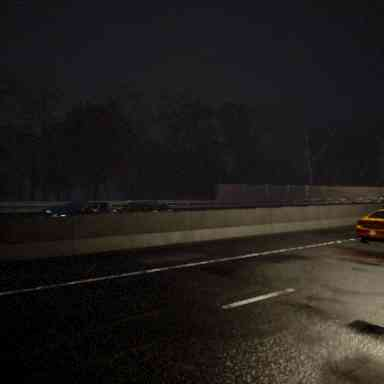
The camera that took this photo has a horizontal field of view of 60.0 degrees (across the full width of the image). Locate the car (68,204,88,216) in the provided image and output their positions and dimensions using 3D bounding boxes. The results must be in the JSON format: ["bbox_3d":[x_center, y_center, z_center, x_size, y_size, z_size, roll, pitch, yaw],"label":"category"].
[{"bbox_3d":[-5.206,1.610,21.657,4.718,1.301,1.895,0,0,-36],"label":"car"}]

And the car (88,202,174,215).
[{"bbox_3d":[-3.123,1.358,18.844,4.553,1.767,2.097,0,0,-36],"label":"car"}]

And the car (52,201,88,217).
[{"bbox_3d":[-7.314,1.526,24.454,4.892,1.490,1.837,0,0,-36],"label":"car"}]

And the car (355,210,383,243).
[{"bbox_3d":[9.271,1.485,14.792,5.008,1.535,1.882,0,0,-36],"label":"car"}]

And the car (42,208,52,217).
[{"bbox_3d":[-9.288,1.481,26.613,5.008,1.535,1.882,0,0,-33],"label":"car"}]
